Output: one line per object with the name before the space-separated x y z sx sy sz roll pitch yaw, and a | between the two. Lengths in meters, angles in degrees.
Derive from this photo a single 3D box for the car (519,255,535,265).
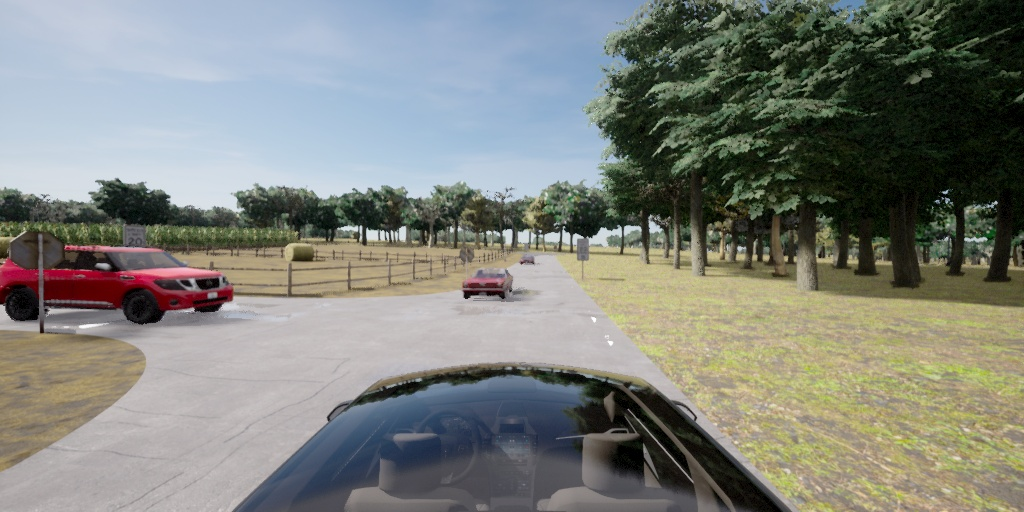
car | 2.144 0.517 49.796 1.994 1.385 4.181 0 1 6

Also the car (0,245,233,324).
car | -11.389 0.730 10.449 5.566 2.045 2.150 1 1 2

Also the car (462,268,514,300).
car | -1.023 1.239 17.083 1.895 1.301 4.718 0 1 6
